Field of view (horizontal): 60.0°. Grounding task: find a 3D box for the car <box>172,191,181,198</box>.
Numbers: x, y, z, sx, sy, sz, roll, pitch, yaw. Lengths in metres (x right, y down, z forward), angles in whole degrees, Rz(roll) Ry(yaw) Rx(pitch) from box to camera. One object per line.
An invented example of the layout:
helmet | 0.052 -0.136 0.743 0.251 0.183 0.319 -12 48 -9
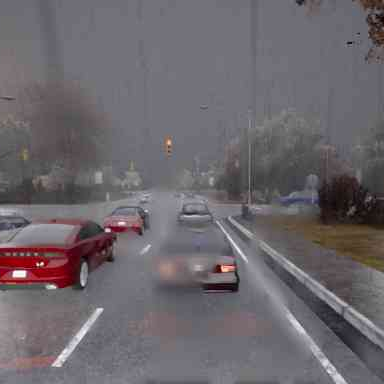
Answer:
car | -3.936 0.788 86.116 1.895 1.301 4.718 0 1 -4

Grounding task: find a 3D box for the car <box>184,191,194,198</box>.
car | -0.436 0.716 86.199 2.128 1.511 4.902 0 1 -4

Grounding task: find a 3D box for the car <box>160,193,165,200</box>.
car | -7.011 0.962 65.431 2.128 1.511 4.902 0 1 0

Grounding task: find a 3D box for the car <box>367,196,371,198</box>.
car | 24.093 1.217 43.784 5.357 1.411 2.033 0 1 -3

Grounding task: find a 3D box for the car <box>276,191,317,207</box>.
car | 13.792 0.896 43.207 5.566 2.045 2.150 0 1 -4

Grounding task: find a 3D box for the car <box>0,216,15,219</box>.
car | -7.093 1.548 11.762 1.895 1.301 4.718 0 0 0

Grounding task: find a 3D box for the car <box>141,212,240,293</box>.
car | 0.106 1.516 8.940 2.033 1.411 5.357 0 0 0

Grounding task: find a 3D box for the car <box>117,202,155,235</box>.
car | -3.387 1.458 18.001 1.994 1.385 4.181 0 0 0

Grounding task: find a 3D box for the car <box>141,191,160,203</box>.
car | -7.057 0.791 55.259 2.150 2.045 5.566 0 0 0

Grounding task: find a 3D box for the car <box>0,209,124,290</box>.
car | -3.392 1.445 9.014 1.882 1.535 5.008 0 0 0

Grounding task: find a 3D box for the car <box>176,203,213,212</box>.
car | 0.141 1.380 18.632 2.128 1.511 4.902 0 0 -1
